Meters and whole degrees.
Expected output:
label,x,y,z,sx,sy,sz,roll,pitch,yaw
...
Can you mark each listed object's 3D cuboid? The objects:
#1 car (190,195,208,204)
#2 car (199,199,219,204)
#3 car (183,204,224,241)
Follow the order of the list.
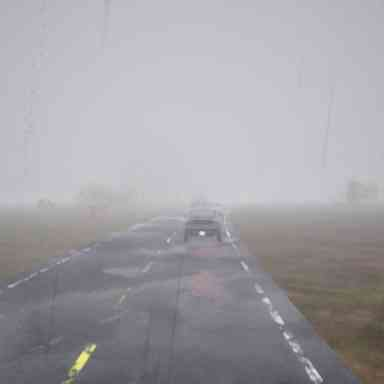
label,x,y,z,sx,sy,sz,roll,pitch,yaw
car,1.209,1.453,50.044,2.150,2.045,5.566,0,0,10
car,2.171,1.765,35.315,1.895,1.301,4.718,0,0,7
car,0.588,1.591,17.256,1.837,1.490,4.892,0,0,3
